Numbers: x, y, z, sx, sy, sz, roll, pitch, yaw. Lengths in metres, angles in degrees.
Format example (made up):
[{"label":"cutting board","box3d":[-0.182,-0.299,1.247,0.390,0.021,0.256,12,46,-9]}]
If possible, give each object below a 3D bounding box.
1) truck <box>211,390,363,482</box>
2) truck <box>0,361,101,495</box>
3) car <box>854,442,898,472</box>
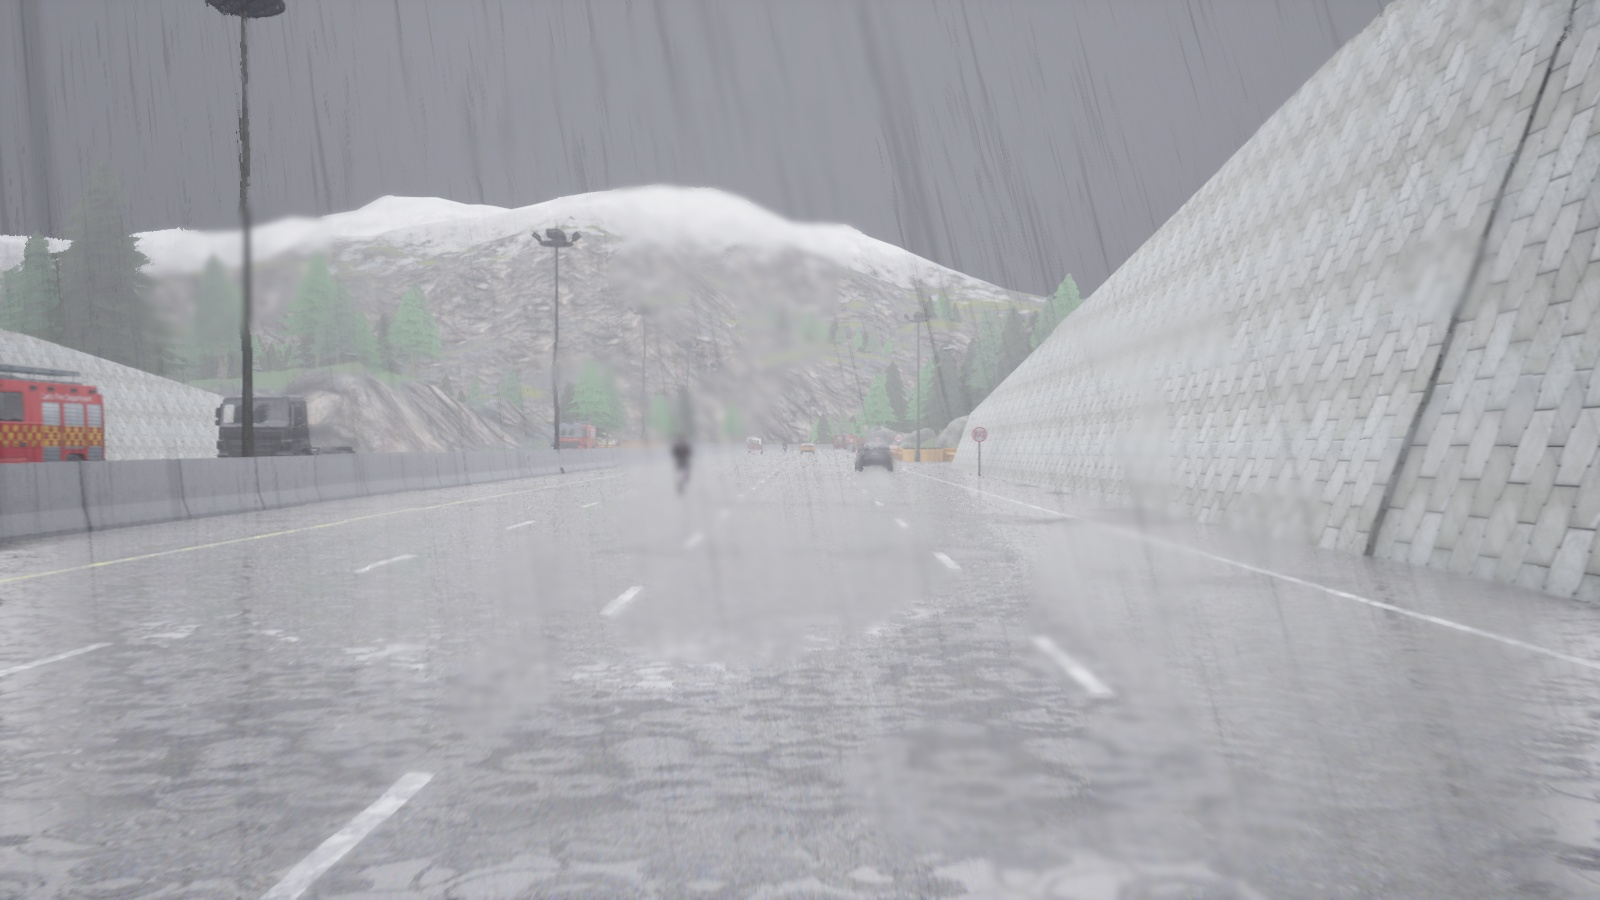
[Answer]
[{"label":"truck","box3d":[-20.681,-0.541,51.200,2.891,3.462,7.936,0,0,0]},{"label":"truck","box3d":[-24.266,-0.646,36.726,2.891,3.827,8.468,0,0,0]},{"label":"car","box3d":[3.902,0.329,65.249,2.007,1.525,4.514,0,0,0]}]
